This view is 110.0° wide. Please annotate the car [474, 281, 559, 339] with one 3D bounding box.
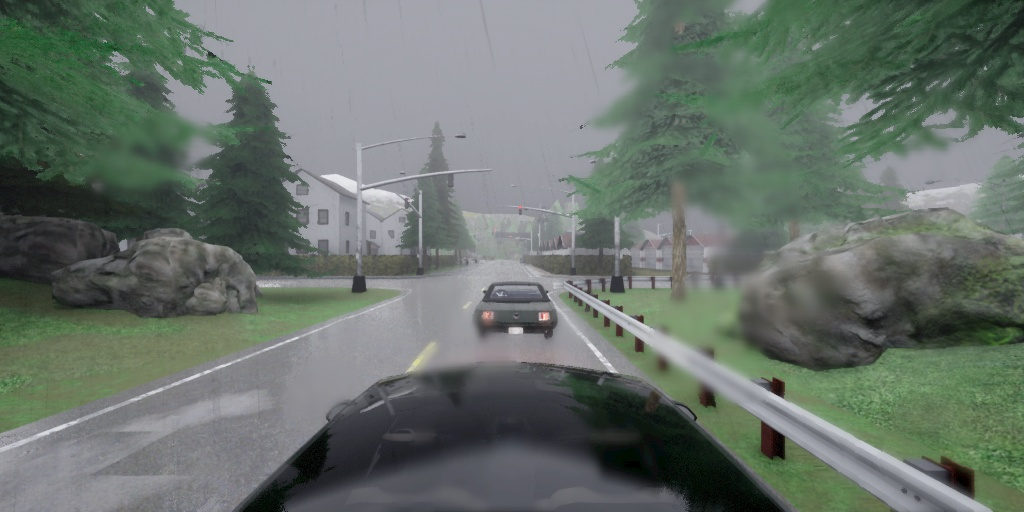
[{"bbox_3d":[0.106,1.351,10.081,1.895,1.301,4.718,0,0,0],"label":"car"}]
